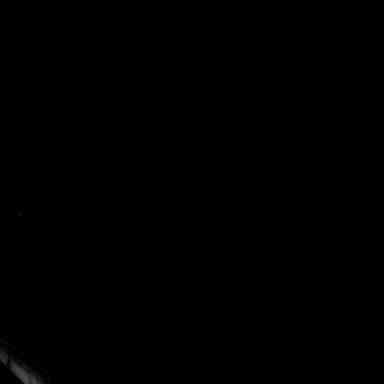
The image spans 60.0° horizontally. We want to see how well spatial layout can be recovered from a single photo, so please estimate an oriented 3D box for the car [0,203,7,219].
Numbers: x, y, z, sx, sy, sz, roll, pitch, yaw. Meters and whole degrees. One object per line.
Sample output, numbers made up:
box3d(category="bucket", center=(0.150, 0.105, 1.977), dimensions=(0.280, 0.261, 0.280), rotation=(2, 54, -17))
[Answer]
box3d(category="car", center=(-19.348, 1.796, 32.423), dimensions=(2.128, 1.511, 4.902), rotation=(0, -1, -23))
